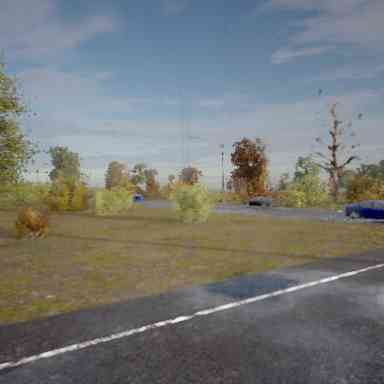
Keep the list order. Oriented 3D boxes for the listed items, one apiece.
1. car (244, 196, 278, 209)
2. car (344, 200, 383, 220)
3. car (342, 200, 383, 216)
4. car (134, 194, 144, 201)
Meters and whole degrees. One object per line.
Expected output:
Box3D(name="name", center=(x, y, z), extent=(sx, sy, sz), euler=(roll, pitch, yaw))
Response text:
Box3D(name="car", center=(8.891, 1.313, 43.213), extent=(2.128, 1.511, 4.902), euler=(0, 0, -37))
Box3D(name="car", center=(14.069, 1.406, 24.817), extent=(1.882, 1.535, 5.008), euler=(0, 0, -37))
Box3D(name="car", center=(17.310, 1.488, 32.129), extent=(1.895, 1.301, 4.718), euler=(0, 0, -37))
Box3D(name="car", center=(-11.963, 1.120, 70.682), extent=(1.882, 1.535, 5.008), euler=(0, 0, -37))
